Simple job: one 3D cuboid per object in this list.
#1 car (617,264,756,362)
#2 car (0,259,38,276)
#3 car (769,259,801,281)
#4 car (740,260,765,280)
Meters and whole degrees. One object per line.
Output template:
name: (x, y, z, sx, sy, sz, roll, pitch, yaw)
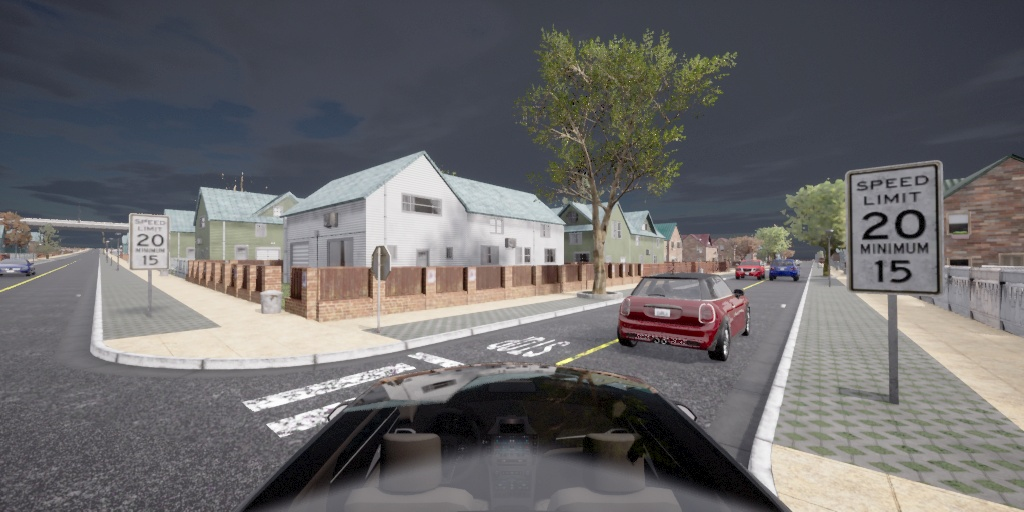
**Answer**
car: (4.383, 1.175, 8.812, 2.097, 1.767, 4.553, -1, -1, 40)
car: (-42.114, 0.967, 30.394, 4.674, 1.442, 1.812, 1, 0, 41)
car: (26.815, 1.362, 35.298, 2.150, 2.045, 5.566, -1, -1, 40)
car: (24.973, 1.395, 37.493, 2.150, 2.045, 5.566, -1, -1, 40)
